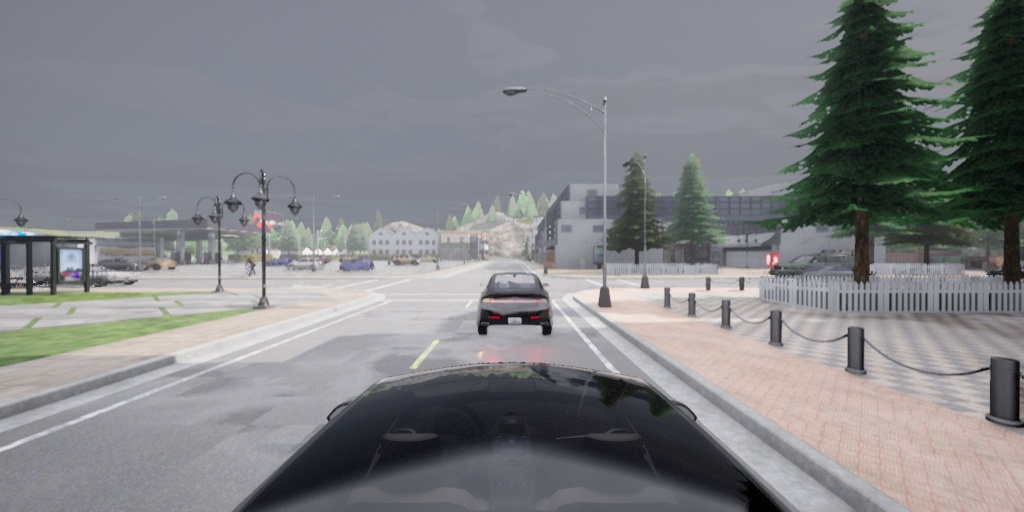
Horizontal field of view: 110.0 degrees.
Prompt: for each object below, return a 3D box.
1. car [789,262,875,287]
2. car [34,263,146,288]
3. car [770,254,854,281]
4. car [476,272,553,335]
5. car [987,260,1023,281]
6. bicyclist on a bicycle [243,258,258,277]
[{"bbox_3d":[20.732,1.250,22.937,4.181,1.385,1.994,0,0,-1],"label":"car"},{"bbox_3d":[-26.446,1.289,22.487,4.718,1.301,1.895,0,0,-1],"label":"car"},{"bbox_3d":[22.401,0.896,26.649,5.566,2.045,2.150,0,0,-1],"label":"car"},{"bbox_3d":[0.078,1.209,10.344,2.128,1.511,4.902,0,0,0],"label":"car"},{"bbox_3d":[38.639,1.035,26.712,4.553,1.767,2.097,0,0,-1],"label":"car"},{"bbox_3d":[-21.885,0.961,30.010,0.582,1.620,1.656,0,1,-1],"label":"bicyclist on a bicycle"}]
